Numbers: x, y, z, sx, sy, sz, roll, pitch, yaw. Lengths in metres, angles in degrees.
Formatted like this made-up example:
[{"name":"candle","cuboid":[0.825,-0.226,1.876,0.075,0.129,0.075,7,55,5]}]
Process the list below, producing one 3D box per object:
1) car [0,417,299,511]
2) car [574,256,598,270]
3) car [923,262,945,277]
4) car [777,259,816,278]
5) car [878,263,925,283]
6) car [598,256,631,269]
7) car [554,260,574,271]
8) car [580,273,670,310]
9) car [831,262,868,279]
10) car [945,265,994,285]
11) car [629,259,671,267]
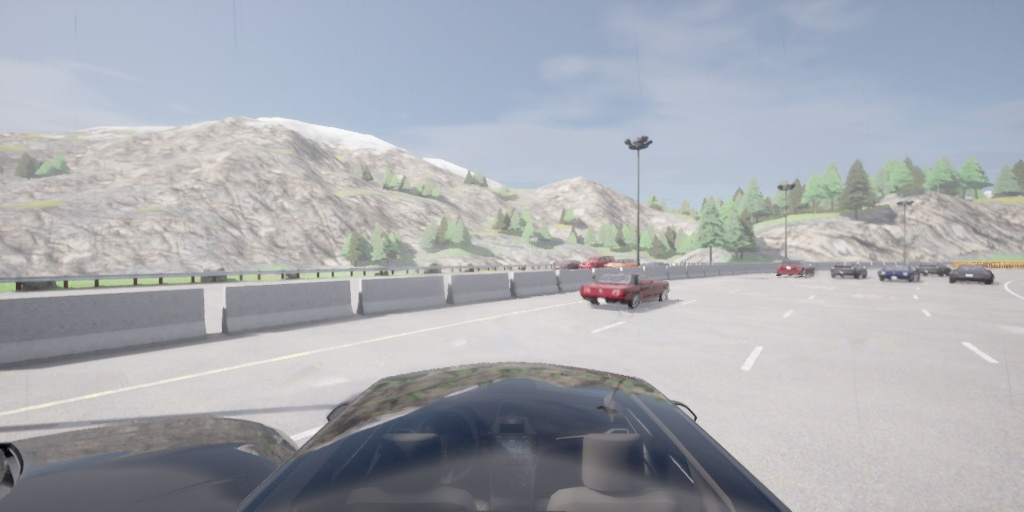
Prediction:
[{"name":"car","cuboid":[-2.985,1.239,0.567,4.892,1.490,1.837,0,0,-45]},{"name":"car","cuboid":[10.697,0.976,44.313,5.566,2.045,2.150,1,0,-38]},{"name":"car","cuboid":[43.325,1.365,36.882,4.902,1.511,2.128,0,0,-31]},{"name":"car","cuboid":[27.956,1.173,35.210,4.553,1.767,2.097,0,0,-36]},{"name":"car","cuboid":[31.889,1.439,29.457,4.718,1.301,1.895,0,0,-35]},{"name":"car","cuboid":[12.422,1.109,41.212,4.553,1.767,2.097,0,0,-38]},{"name":"car","cuboid":[7.501,1.261,46.227,4.674,1.442,1.812,0,0,-39]},{"name":"car","cuboid":[4.845,1.354,14.887,1.895,1.301,4.718,0,0,43]},{"name":"car","cuboid":[31.386,1.325,33.364,4.902,1.511,2.128,0,0,-35]},{"name":"car","cuboid":[35.320,1.414,27.574,4.181,1.385,1.994,1,0,-36]},{"name":"car","cuboid":[15.464,1.318,39.162,5.357,1.411,2.033,0,0,-38]}]
